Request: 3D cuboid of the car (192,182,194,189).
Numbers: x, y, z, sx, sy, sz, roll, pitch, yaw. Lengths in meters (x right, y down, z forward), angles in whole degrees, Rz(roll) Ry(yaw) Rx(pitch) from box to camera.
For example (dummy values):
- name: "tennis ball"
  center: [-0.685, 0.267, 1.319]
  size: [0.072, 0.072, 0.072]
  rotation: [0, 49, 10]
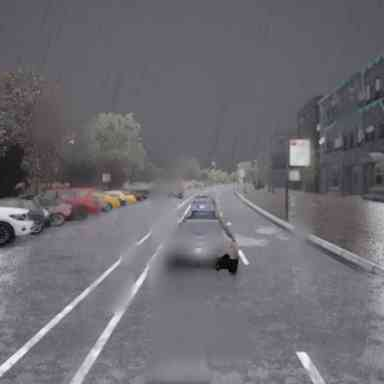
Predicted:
- name: "car"
  center: [-2.637, -1.421, 89.674]
  size: [4.674, 1.452, 2.002]
  rotation: [-1, 1, -12]

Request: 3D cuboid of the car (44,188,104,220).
- name: "car"
  center: [-8.871, 0.801, 21.683]
  size: [5.566, 2.045, 2.435]
  rotation: [-1, 2, -18]

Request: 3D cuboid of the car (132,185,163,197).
- name: "car"
  center: [-6.888, -0.201, 51.333]
  size: [4.553, 1.767, 2.185]
  rotation: [-1, 2, -15]

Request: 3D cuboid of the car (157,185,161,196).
- name: "car"
  center: [-7.172, 0.038, 48.381]
  size: [5.008, 1.535, 2.097]
  rotation: [-1, 2, -16]

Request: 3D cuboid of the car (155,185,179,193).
- name: "car"
  center: [-5.204, -0.694, 69.071]
  size: [4.674, 1.452, 2.002]
  rotation: [-1, 2, -14]

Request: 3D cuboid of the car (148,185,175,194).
- name: "car"
  center: [-5.830, -0.517, 63.166]
  size: [4.892, 1.521, 2.231]
  rotation: [-1, 2, -14]

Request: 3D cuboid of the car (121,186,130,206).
- name: "car"
  center: [-8.417, 0.605, 30.597]
  size: [4.553, 1.767, 2.185]
  rotation: [-1, 2, -17]

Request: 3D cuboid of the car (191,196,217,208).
- name: "car"
  center: [0.894, 0.988, 25.196]
  size: [2.033, 1.411, 5.357]
  rotation: [0, 2, 3]

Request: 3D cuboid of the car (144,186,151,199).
- name: "car"
  center: [-7.836, 0.383, 39.500]
  size: [5.008, 1.535, 2.097]
  rotation: [-1, 2, -16]

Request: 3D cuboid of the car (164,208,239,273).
- name: "car"
  center: [0.304, 1.412, 10.238]
  size: [1.994, 1.385, 4.181]
  rotation: [0, 1, 2]

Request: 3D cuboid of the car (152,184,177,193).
- name: "car"
  center: [-5.486, -0.752, 66.113]
  size: [4.553, 1.767, 2.185]
  rotation: [-1, 2, -14]

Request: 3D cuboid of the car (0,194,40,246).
- name: "car"
  center: [-9.164, 1.035, 12.798]
  size: [5.566, 2.045, 2.435]
  rotation: [-1, 1, -18]

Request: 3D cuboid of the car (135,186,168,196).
- name: "car"
  center: [-6.656, -0.187, 54.291]
  size: [5.008, 1.535, 2.097]
  rotation: [-1, 2, -15]

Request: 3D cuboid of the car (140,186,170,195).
- name: "car"
  center: [-6.363, -0.269, 57.259]
  size: [4.792, 1.488, 2.163]
  rotation: [-1, 2, -15]

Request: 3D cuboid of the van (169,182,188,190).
- name: "van"
  center: [-3.333, -1.486, 83.828]
  size: [4.442, 1.987, 1.878]
  rotation: [-1, 2, -13]

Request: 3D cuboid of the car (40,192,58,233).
- name: "car"
  center: [-9.056, 1.092, 15.768]
  size: [4.553, 1.767, 2.185]
  rotation: [-1, 2, -18]

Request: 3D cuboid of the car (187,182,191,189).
- name: "car"
  center: [-3.637, -1.162, 80.905]
  size: [5.366, 1.575, 1.946]
  rotation: [-1, 2, -13]

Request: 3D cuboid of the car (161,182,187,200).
- name: "car"
  center: [-2.269, -0.053, 43.682]
  size: [2.150, 2.045, 5.566]
  rotation: [0, 2, 4]

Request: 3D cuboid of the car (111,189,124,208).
- name: "car"
  center: [-8.545, 0.844, 27.640]
  size: [5.008, 1.535, 2.097]
  rotation: [-1, 2, -17]

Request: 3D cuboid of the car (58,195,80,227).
- name: "car"
  center: [-8.995, 1.171, 18.721]
  size: [4.792, 1.488, 2.163]
  rotation: [-1, 2, -18]

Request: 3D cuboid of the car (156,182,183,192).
- name: "car"
  center: [-4.905, -1.091, 71.999]
  size: [5.566, 2.045, 2.435]
  rotation: [-1, 2, -14]

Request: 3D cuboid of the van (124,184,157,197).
- name: "van"
  center: [-7.512, -0.070, 45.371]
  size: [4.442, 1.987, 1.878]
  rotation: [-1, 3, -16]

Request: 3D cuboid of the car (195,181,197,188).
- name: "car"
  center: [-2.015, -1.665, 95.495]
  size: [5.366, 1.575, 1.946]
  rotation: [-1, 2, -12]

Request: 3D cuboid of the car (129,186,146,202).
- name: "car"
  center: [-8.018, 0.498, 36.530]
  size: [5.008, 1.535, 2.097]
  rotation: [-1, 3, -16]

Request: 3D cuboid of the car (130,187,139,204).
- name: "car"
  center: [-8.389, 0.616, 33.514]
  size: [5.366, 1.575, 1.946]
  rotation: [-1, 3, -17]

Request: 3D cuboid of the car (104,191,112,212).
- name: "car"
  center: [-8.710, 0.954, 24.677]
  size: [4.892, 1.521, 2.231]
  rotation: [-1, 2, -17]
